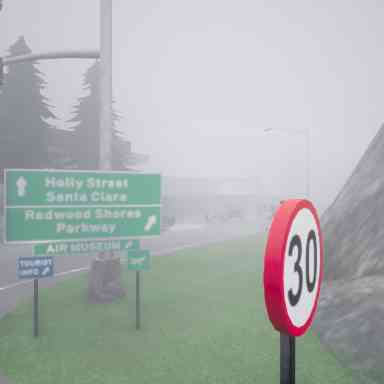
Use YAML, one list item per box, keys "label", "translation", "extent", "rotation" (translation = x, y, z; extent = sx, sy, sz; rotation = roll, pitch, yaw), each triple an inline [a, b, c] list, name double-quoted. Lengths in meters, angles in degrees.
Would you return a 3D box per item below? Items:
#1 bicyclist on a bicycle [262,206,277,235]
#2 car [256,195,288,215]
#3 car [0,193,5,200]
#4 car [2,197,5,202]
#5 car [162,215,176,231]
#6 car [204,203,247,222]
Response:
- label: "bicyclist on a bicycle"
  translation: [4.672, 1.643, 18.706]
  extent: [1.656, 1.620, 0.582]
  rotation: [0, 0, 36]
- label: "car"
  translation: [9.026, 1.413, 36.639]
  extent: [2.150, 2.045, 5.566]
  rotation: [0, 0, 36]
- label: "car"
  translation: [-38.316, 1.489, 70.119]
  extent: [4.514, 1.523, 2.007]
  rotation: [0, 0, 35]
- label: "car"
  translation: [-12.266, 1.505, 26.086]
  extent: [1.905, 1.878, 3.866]
  rotation: [0, 0, 35]
- label: "car"
  translation: [-3.145, 1.792, 20.044]
  extent: [1.895, 1.301, 4.718]
  rotation: [0, 0, 36]
- label: "car"
  translation: [2.902, 1.683, 28.298]
  extent: [2.128, 1.511, 4.902]
  rotation: [0, 0, 36]
